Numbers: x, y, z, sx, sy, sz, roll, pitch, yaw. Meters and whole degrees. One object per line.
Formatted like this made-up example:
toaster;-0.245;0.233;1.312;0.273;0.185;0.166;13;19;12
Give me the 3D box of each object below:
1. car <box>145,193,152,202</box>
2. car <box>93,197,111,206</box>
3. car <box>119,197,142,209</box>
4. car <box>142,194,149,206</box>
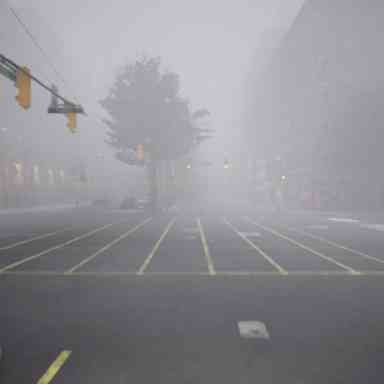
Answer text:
car;-7.995;1.128;63.045;2.150;2.045;5.566;0;0;0
car;-14.745;1.514;54.379;1.895;1.301;4.718;0;0;0
car;-8.077;1.441;43.034;1.837;1.490;4.892;0;0;0
car;-8.030;1.448;52.294;1.812;1.442;4.674;0;0;1
